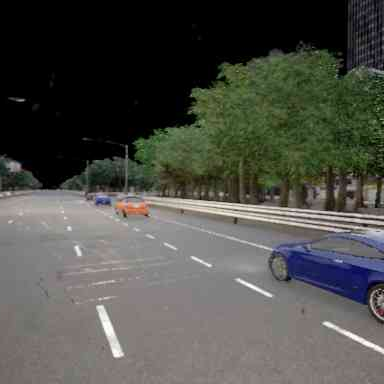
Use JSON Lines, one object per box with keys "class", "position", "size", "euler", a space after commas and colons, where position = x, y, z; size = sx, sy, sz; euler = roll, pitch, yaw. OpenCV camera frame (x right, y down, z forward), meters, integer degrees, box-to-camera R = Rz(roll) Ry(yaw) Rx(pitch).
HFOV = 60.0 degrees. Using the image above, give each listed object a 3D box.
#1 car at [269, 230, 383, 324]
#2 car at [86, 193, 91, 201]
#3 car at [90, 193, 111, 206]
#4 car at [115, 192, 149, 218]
{"class": "car", "position": [3.594, 1.550, 7.184], "size": [1.812, 1.442, 4.674], "euler": [1, 0, -23]}
{"class": "car", "position": [-19.305, 0.988, 64.294], "size": [1.837, 1.490, 4.892], "euler": [0, 0, -15]}
{"class": "car", "position": [-12.471, 1.139, 45.934], "size": [1.882, 1.535, 5.008], "euler": [1, 0, -23]}
{"class": "car", "position": [-5.229, 1.164, 28.470], "size": [2.097, 1.767, 4.553], "euler": [1, 0, -23]}
